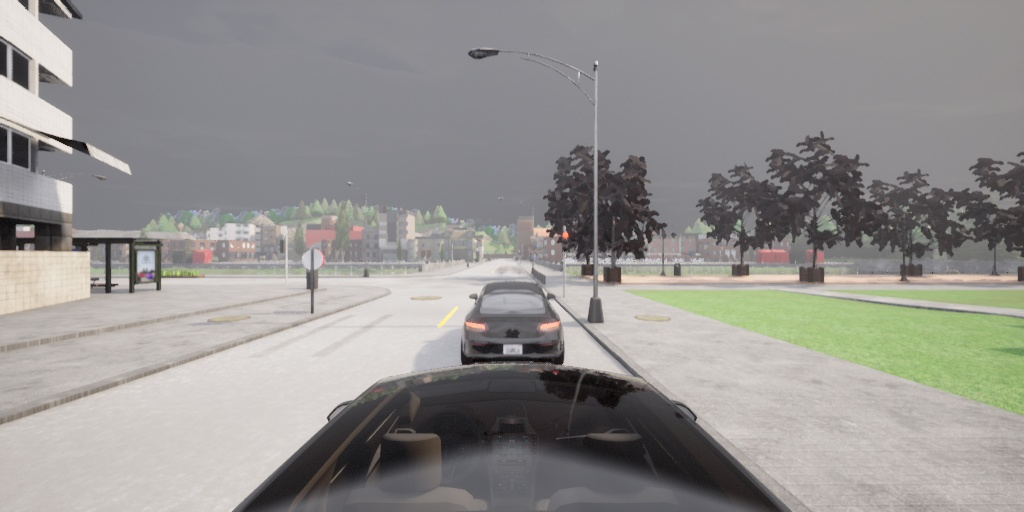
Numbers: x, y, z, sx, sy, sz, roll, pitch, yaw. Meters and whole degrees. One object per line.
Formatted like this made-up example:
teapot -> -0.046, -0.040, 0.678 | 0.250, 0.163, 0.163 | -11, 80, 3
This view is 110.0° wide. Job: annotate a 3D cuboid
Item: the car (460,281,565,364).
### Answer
car -> 0.007, 1.270, 7.805 | 1.812, 1.442, 4.674 | 0, 0, 0
